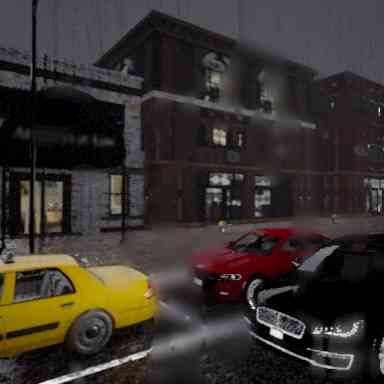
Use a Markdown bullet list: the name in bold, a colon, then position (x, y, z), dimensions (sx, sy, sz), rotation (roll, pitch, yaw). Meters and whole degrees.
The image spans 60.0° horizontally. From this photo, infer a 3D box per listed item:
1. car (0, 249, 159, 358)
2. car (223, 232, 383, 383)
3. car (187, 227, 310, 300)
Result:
- **car**: position (-2.815, 1.526, 4.545), dimensions (4.829, 1.417, 1.752), rotation (0, 0, -36)
- **car**: position (3.025, 1.518, 5.534), dimensions (4.892, 1.490, 1.837), rotation (0, 0, -35)
- **car**: position (1.960, 1.559, 7.954), dimensions (4.507, 1.381, 1.887), rotation (0, 0, -36)
